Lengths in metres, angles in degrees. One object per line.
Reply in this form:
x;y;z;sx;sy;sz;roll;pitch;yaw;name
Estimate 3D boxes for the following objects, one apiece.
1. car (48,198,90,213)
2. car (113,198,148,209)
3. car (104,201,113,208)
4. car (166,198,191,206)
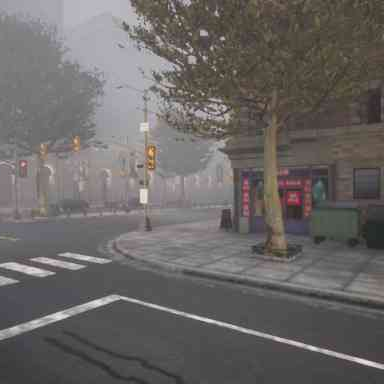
-13.908;1.505;37.471;1.837;1.490;4.892;0;0;36;car
-8.070;1.526;45.563;1.812;1.442;4.674;0;0;36;car
-10.283;1.595;47.904;1.895;1.301;4.718;0;0;36;car
-2.179;1.601;53.759;1.895;1.301;4.718;0;0;36;car
